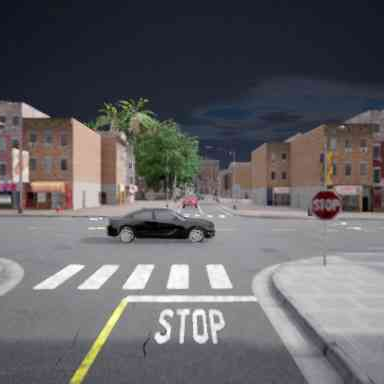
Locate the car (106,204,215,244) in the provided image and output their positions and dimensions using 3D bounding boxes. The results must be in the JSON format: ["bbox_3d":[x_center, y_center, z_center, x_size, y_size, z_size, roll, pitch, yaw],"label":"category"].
[{"bbox_3d":[-1.430,1.488,15.468,5.008,1.535,1.882,1,0,0],"label":"car"}]

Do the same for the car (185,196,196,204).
[{"bbox_3d":[-0.242,1.592,67.025,2.128,1.511,4.902,0,0,0],"label":"car"}]

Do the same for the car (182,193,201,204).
[{"bbox_3d":[-0.256,1.301,48.407,2.150,2.045,5.566,0,0,0],"label":"car"}]
